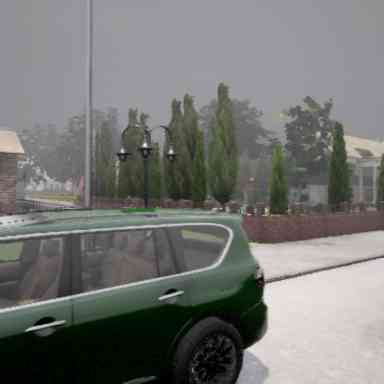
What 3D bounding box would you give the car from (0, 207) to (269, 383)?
[{"bbox_3d":[-1.626,1.226,3.446,5.566,2.045,2.150,1,0,-35],"label":"car"}]
